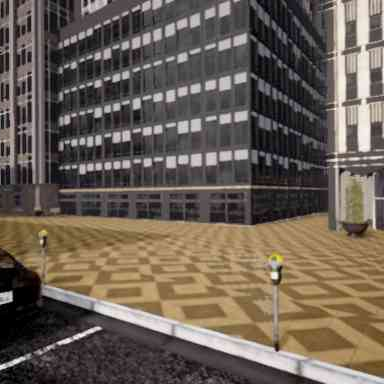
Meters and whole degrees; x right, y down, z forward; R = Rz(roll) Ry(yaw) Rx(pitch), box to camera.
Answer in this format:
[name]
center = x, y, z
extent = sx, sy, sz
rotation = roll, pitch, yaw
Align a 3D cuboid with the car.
[car]
center = -4.479, 1.614, 6.074
extent = 4.313, 1.339, 1.947
rotation = -1, 0, 36
